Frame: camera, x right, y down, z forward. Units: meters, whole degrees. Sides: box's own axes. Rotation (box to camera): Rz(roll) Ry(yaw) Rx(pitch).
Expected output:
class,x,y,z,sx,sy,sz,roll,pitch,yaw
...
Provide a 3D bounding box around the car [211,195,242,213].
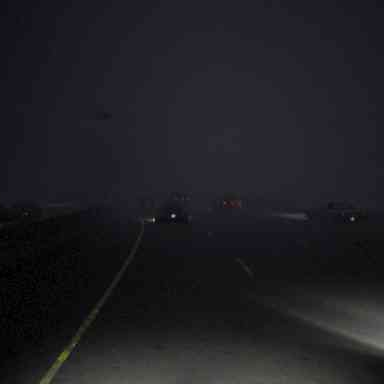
class,x,y,z,sx,sy,sz,roll,pitch,yaw
car,3.468,1.107,34.215,2.097,1.767,4.553,-1,0,-12

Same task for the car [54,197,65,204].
class,x,y,z,sx,sy,sz,roll,pitch,yaw
car,-25.846,1.535,64.767,1.895,1.301,4.718,-1,0,-25

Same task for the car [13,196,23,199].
class,x,y,z,sx,sy,sz,roll,pitch,yaw
car,-33.028,1.555,63.425,1.994,1.385,4.181,-1,0,-27

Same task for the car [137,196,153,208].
class,x,y,z,sx,sy,sz,roll,pitch,yaw
car,-6.188,1.342,44.242,1.837,1.490,4.892,0,0,-17

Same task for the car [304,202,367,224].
class,x,y,z,sx,sy,sz,roll,pitch,yaw
car,9.423,1.338,22.396,1.895,1.301,4.718,-1,0,-8

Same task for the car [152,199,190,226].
class,x,y,z,sx,sy,sz,roll,pitch,yaw
car,-1.480,1.456,22.607,1.994,1.385,4.181,-1,0,-9

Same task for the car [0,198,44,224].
class,x,y,z,sx,sy,sz,roll,pitch,yaw
car,-12.833,1.516,25.334,1.882,1.535,5.008,-1,0,-10

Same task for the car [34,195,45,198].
class,x,y,z,sx,sy,sz,roll,pitch,yaw
car,-30.595,1.436,66.284,1.837,1.490,4.892,-1,0,-27

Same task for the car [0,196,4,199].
class,x,y,z,sx,sy,sz,roll,pitch,yaw
car,-37.641,1.583,64.608,1.812,1.442,4.674,-1,0,-29

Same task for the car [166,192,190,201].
class,x,y,z,sx,sy,sz,roll,pitch,yaw
car,-1.920,1.007,42.686,2.150,2.045,5.566,0,0,-17
